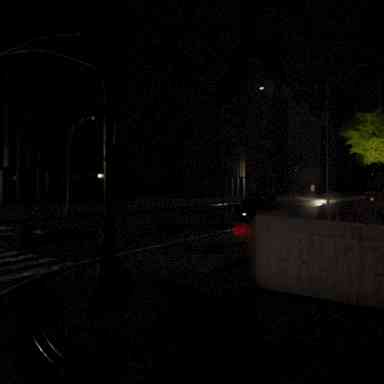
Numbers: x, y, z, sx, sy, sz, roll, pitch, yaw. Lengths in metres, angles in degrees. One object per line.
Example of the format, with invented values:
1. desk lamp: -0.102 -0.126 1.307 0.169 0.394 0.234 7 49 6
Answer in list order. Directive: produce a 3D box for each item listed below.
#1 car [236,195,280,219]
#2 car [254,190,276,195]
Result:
1. car: 4.986 1.225 24.741 1.837 1.490 4.892 0 1 35
2. car: 10.768 0.684 49.954 2.150 2.045 5.566 0 1 35
